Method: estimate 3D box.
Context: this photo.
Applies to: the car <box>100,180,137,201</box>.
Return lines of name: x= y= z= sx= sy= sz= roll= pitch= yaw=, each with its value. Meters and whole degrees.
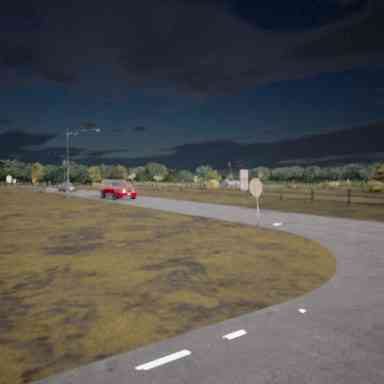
car: x=-7.745 y=-0.258 z=34.602 sx=2.150 sy=2.045 sz=5.566 roll=-2 pitch=3 yaw=-36

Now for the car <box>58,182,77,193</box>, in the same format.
car: x=-18.743 y=-0.698 z=49.919 sx=2.128 sy=1.511 sz=4.902 roll=-2 pitch=3 yaw=-36
